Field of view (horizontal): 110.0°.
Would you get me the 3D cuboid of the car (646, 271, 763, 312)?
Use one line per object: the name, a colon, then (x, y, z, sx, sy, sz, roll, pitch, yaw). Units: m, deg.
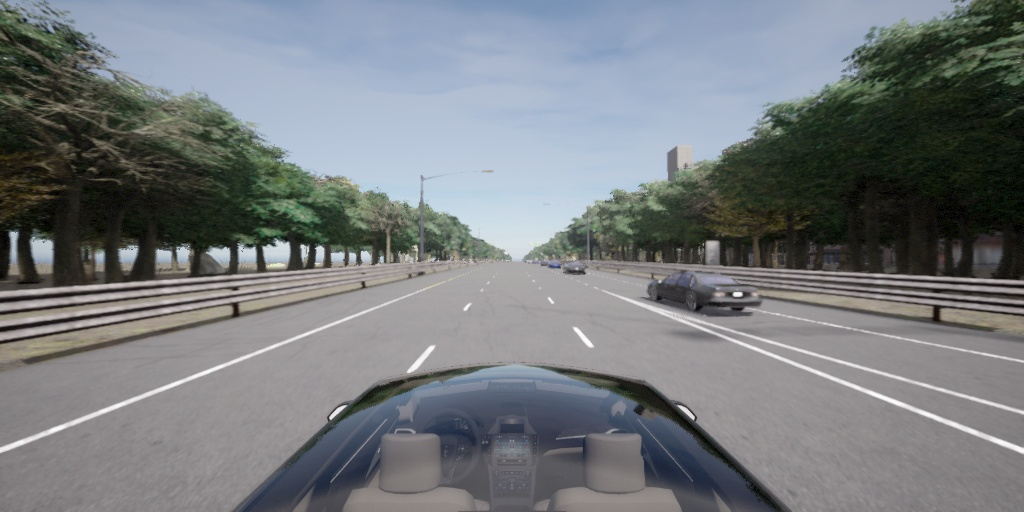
car: (7.277, 1.303, 14.290, 2.033, 1.411, 5.357, 0, 0, -3)

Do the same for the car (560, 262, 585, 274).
car: (7.015, 1.318, 40.847, 1.994, 1.385, 4.181, 0, 0, 0)

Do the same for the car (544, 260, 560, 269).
car: (7.070, 1.388, 60.269, 1.994, 1.385, 4.181, 0, 0, 0)
